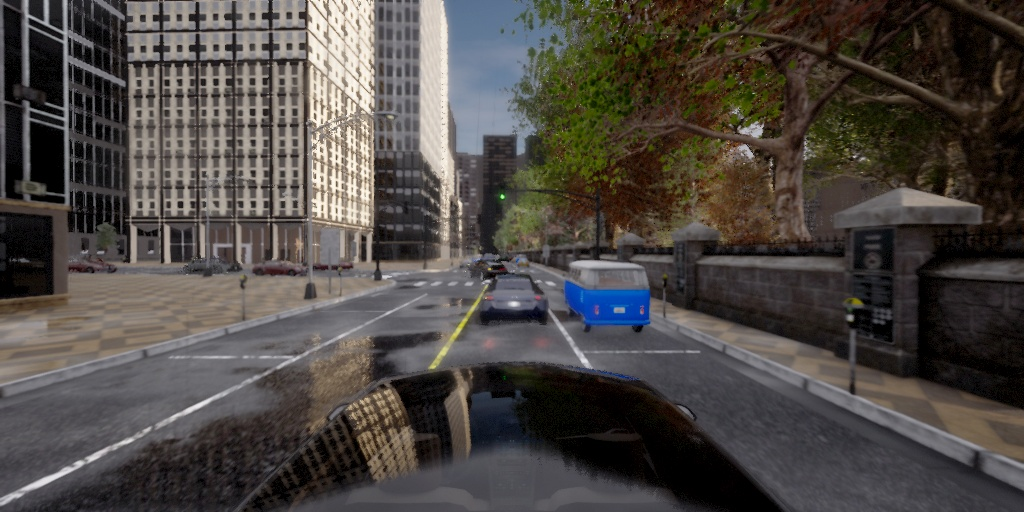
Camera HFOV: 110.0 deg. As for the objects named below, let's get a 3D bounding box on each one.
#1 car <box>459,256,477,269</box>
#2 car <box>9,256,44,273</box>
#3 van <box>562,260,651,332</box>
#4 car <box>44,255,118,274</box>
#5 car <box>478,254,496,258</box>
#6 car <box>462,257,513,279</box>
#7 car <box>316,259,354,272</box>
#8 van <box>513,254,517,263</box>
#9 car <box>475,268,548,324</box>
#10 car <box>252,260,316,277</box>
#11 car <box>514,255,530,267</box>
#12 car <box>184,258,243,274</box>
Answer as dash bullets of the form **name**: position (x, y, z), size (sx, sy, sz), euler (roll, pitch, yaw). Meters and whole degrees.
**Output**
- **car**: position (-5.989, 1.009, 47.934), size (2.007, 1.370, 4.403), euler (0, 0, -1)
- **car**: position (-40.250, 0.677, 29.514), size (4.829, 1.417, 1.751), euler (0, 0, 2)
- **van**: position (2.527, 1.038, 10.337), size (1.690, 1.789, 3.998), euler (0, 0, 0)
- **car**: position (-34.876, 0.797, 29.321), size (4.207, 1.307, 1.802), euler (0, 0, 3)
- **car**: position (-3.724, 0.628, 56.063), size (2.150, 2.045, 5.566), euler (0, 0, -1)
- **car**: position (-1.998, 1.081, 27.616), size (1.837, 1.490, 4.892), euler (2, 0, -26)
- **car**: position (-18.348, 0.917, 36.627), size (4.207, 1.307, 1.802), euler (0, 0, 3)
- **van**: position (1.554, 0.722, 59.422), size (1.690, 1.789, 3.998), euler (0, 0, -2)
- **car**: position (0.042, 1.254, 11.656), size (1.994, 1.385, 4.181), euler (0, 0, 0)
- **car**: position (-18.346, 0.989, 28.513), size (4.207, 1.307, 1.802), euler (0, 0, 3)
- **car**: position (1.722, 0.943, 54.050), size (1.751, 1.417, 4.829), euler (0, 0, -2)
- **car**: position (-26.140, 0.858, 31.475), size (4.181, 1.385, 1.994), euler (1, 1, 3)
